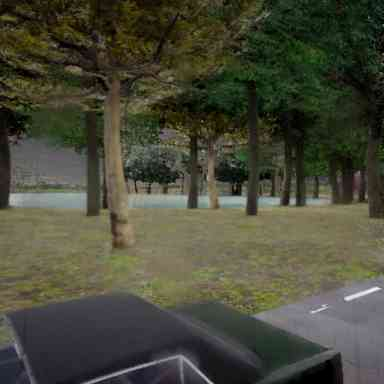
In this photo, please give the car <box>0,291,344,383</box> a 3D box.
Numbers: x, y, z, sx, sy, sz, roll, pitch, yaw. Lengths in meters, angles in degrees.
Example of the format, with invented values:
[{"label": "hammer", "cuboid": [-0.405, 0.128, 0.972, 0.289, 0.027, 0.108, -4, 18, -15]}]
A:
[{"label": "car", "cuboid": [-1.059, 1.602, 2.315, 4.718, 1.301, 1.895, 0, 0, -36]}]
